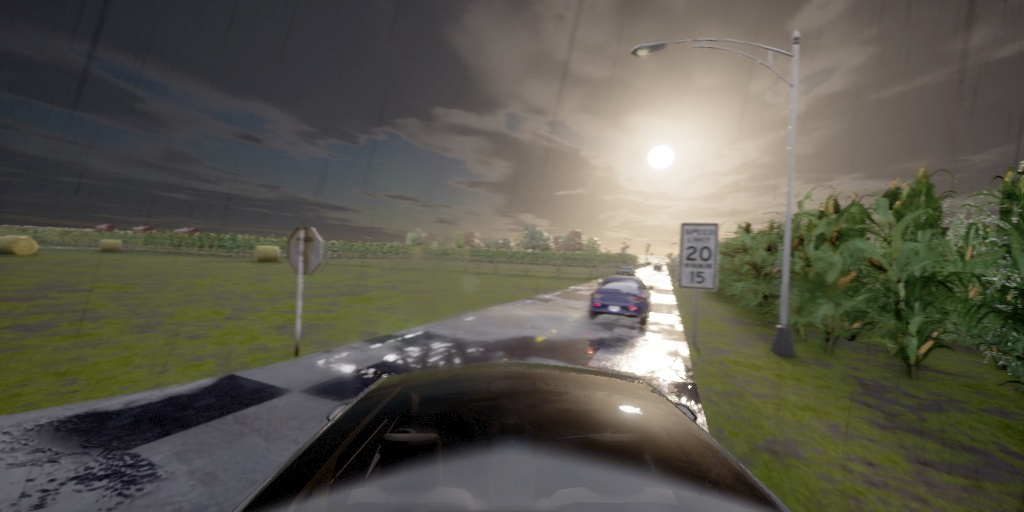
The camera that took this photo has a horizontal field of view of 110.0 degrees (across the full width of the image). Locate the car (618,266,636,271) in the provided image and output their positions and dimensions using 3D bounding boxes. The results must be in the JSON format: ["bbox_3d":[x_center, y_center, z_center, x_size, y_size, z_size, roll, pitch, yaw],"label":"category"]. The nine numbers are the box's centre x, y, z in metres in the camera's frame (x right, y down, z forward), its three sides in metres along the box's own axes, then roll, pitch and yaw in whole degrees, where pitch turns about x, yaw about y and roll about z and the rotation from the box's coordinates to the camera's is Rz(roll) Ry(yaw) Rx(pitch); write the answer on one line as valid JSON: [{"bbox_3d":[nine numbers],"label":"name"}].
[{"bbox_3d":[13.684,1.844,42.649,1.994,1.385,4.181,3,0,23],"label":"car"}]

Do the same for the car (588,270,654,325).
[{"bbox_3d":[3.951,1.433,12.766,1.812,1.442,4.674,3,0,23],"label":"car"}]
